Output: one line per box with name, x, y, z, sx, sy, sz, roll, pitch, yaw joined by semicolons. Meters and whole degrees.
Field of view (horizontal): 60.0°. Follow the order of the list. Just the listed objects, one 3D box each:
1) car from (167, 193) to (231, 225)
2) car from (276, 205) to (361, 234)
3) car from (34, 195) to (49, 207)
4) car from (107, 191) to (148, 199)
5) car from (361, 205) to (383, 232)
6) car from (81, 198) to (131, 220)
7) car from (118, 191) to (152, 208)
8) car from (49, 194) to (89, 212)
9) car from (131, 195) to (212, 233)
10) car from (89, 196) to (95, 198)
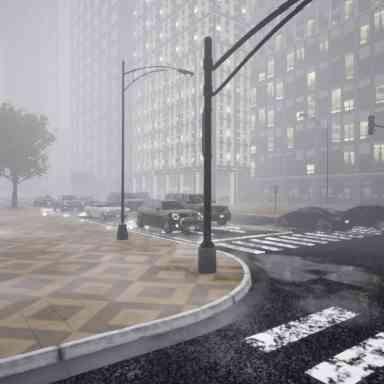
car;0.136;1.085;22.131;2.150;2.045;5.566;0;0;-37
car;6.855;1.494;18.876;1.994;1.385;4.181;0;0;-37
car;-18.548;1.114;41.870;2.128;1.511;4.902;0;0;-36
car;-6.042;1.001;30.446;2.150;2.045;5.566;0;0;-37
car;10.244;1.484;19.744;1.812;1.442;4.674;0;0;-37
car;-6.672;1.393;25.833;1.895;1.301;4.718;0;0;-37
car;-7.585;0.934;43.742;2.150;2.045;5.566;0;1;-37
car;-12.543;1.062;33.741;2.097;1.767;4.553;0;0;-37
car;-1.304;1.216;18.621;2.097;1.767;4.553;0;0;-37
car;-12.150;1.184;38.665;2.128;1.511;4.902;0;0;-37
